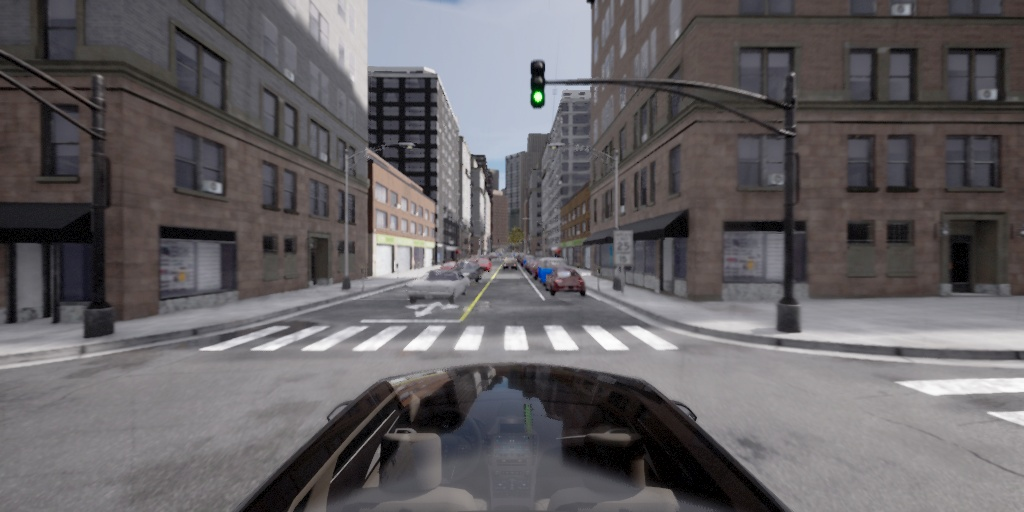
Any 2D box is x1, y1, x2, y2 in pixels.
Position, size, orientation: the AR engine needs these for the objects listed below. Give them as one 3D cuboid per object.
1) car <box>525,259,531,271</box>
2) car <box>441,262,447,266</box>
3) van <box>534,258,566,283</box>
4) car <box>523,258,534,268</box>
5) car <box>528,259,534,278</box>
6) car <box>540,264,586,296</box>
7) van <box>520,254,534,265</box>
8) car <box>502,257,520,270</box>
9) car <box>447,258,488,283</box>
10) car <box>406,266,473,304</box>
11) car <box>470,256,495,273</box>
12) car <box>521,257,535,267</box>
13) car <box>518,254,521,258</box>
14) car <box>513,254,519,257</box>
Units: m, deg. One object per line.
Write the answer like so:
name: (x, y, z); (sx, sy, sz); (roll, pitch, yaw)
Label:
car: (2.568, 1.208, 35.130); (1.802, 1.307, 4.207); (0, 0, 0)
car: (-5.958, 1.195, 35.080); (1.802, 1.307, 4.207); (0, 0, 0)
van: (2.637, 1.013, 24.022); (1.690, 1.789, 3.998); (0, 0, 0)
car: (2.533, 1.175, 40.682); (1.802, 1.307, 4.207); (0, 0, 0)
car: (2.602, 1.196, 29.573); (1.888, 1.381, 4.507); (0, 0, 0)
car: (2.672, 1.276, 18.470); (1.802, 1.307, 4.207); (0, 0, 0)
van: (2.464, 0.850, 51.789); (1.690, 1.789, 3.998); (0, 0, 0)
car: (-0.265, 1.148, 46.479); (1.895, 1.301, 4.718); (0, 0, 0)
car: (-3.233, 1.145, 26.855); (2.128, 1.511, 4.902); (0, 0, 0)
car: (-3.169, 1.294, 16.183); (1.895, 1.301, 4.718); (0, 0, 2)
car: (-3.309, 1.062, 40.770); (1.882, 1.535, 5.008); (0, 1, 0)
car: (2.498, 1.135, 46.238); (1.802, 1.307, 4.207); (0, 0, 0)
car: (2.429, 0.779, 57.340); (2.192, 1.841, 5.009); (0, 0, 0)
car: (-0.327, 0.945, 56.450); (1.882, 1.535, 5.008); (0, 0, 0)
